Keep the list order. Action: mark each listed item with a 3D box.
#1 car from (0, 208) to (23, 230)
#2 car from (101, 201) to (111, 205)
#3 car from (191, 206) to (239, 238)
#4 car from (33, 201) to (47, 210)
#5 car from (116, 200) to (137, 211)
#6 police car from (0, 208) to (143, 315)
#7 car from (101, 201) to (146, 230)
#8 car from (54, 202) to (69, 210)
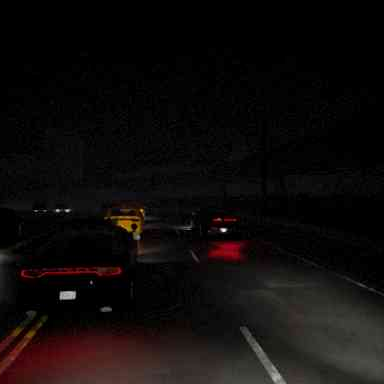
[{"bbox_3d":[-9.356,1.502,15.250,1.837,1.490,4.892,0,0,-8],"label":"car"},{"bbox_3d":[-14.237,2.264,56.714,1.895,1.301,4.718,0,-3,-28],"label":"car"},{"bbox_3d":[1.138,1.495,17.833,1.837,1.490,4.892,0,0,-7],"label":"car"},{"bbox_3d":[-23.366,2.104,51.124,2.033,1.411,5.357,0,-3,-27],"label":"car"},{"bbox_3d":[-8.823,1.783,44.571,1.994,1.385,4.181,0,-2,-22],"label":"car"},{"bbox_3d":[-2.278,1.423,7.805,1.930,1.638,5.238,0,0,-7],"label":"police car"},{"bbox_3d":[-3.506,1.471,17.621,1.882,1.535,5.008,0,0,-7],"label":"car"},{"bbox_3d":[-21.672,2.308,55.336,1.895,1.301,4.718,0,-3,-28],"label":"car"}]
